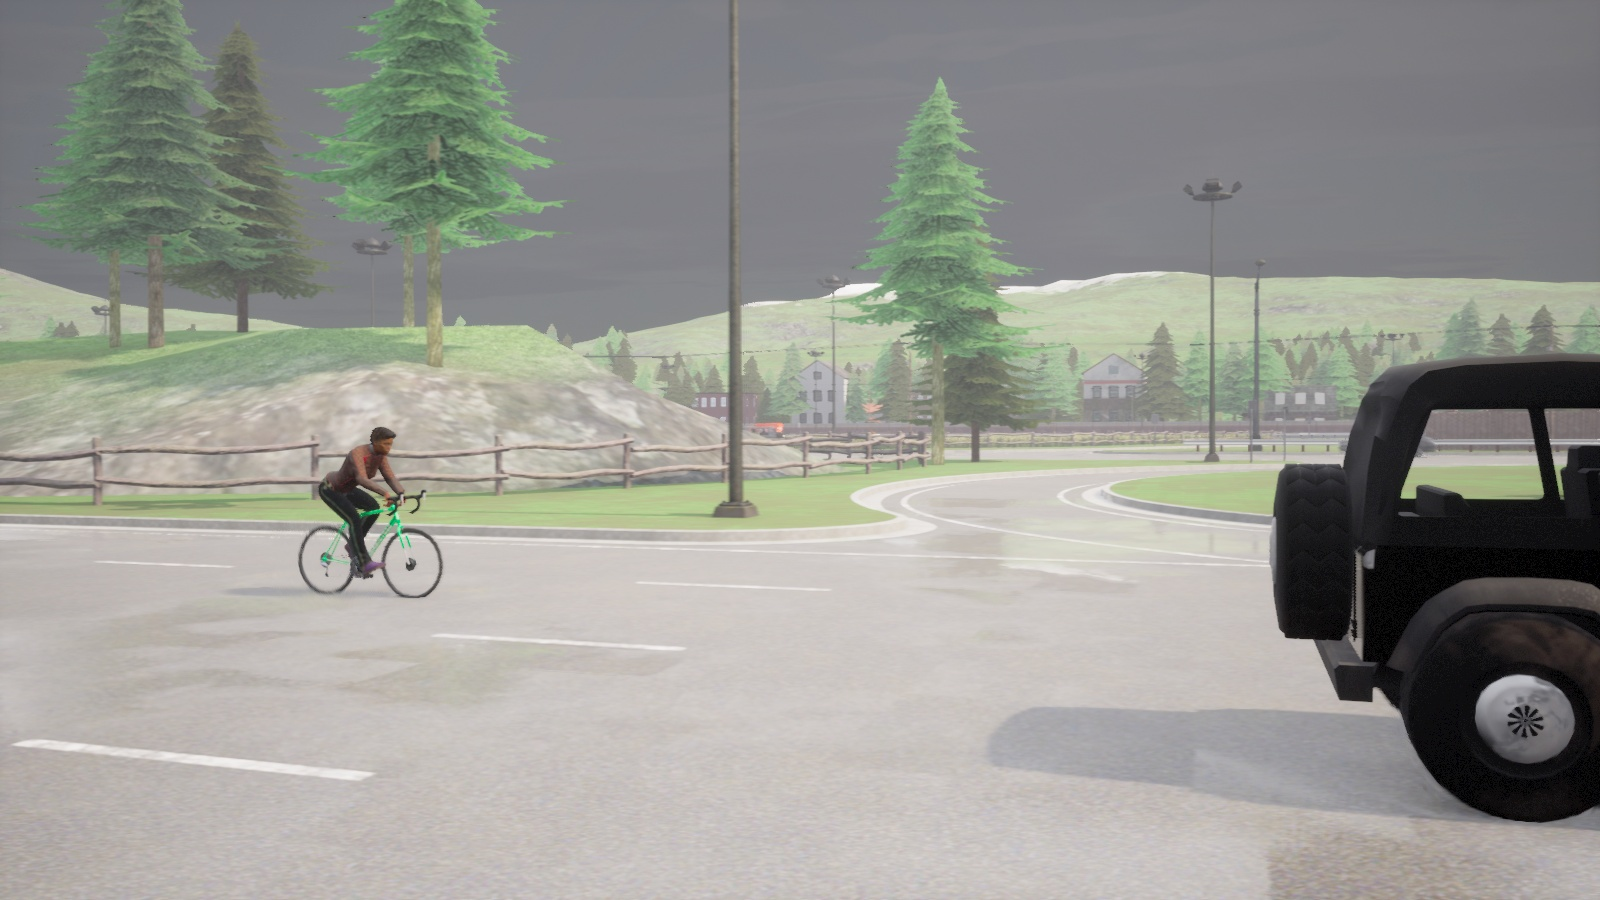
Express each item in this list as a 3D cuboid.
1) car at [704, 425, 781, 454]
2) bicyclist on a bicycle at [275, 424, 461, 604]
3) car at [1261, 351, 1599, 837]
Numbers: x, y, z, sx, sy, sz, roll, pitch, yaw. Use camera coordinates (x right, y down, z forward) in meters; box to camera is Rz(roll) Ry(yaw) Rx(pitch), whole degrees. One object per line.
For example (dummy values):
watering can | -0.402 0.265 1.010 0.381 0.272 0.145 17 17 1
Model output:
car | -3.710 -0.677 81.517 4.605 1.855 1.932 0 1 18
bicyclist on a bicycle | -4.116 0.572 11.962 1.656 1.620 0.582 1 1 19
car | 4.113 0.550 5.499 3.866 1.878 1.905 1 1 19
